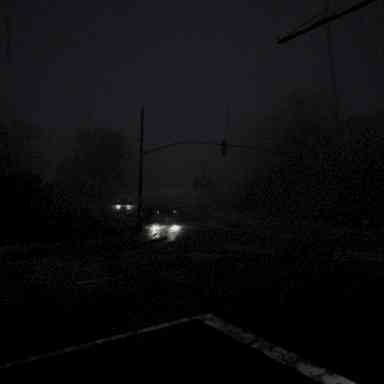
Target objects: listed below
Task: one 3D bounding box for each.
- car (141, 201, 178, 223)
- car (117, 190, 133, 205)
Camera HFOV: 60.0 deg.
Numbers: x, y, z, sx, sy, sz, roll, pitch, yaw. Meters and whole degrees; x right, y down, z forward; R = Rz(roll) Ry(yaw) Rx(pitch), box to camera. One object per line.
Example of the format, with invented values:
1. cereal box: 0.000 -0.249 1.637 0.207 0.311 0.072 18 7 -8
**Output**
1. car: -2.774 1.607 27.855 2.097 1.767 4.553 2 0 -24
2. car: -10.523 0.762 51.831 2.150 2.045 5.566 1 2 -13
